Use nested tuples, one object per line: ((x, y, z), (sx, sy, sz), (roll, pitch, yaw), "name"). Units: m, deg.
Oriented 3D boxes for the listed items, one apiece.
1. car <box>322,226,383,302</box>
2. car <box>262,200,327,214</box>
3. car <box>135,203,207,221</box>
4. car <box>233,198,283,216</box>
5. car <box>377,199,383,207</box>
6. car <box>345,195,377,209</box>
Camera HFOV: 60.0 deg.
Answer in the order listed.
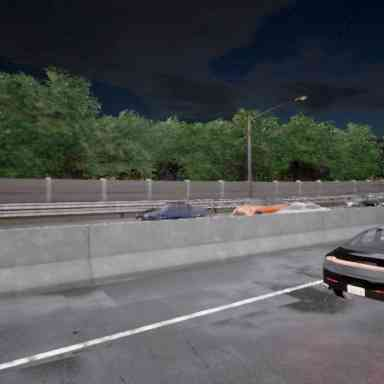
((4.805, 1.469, 7.117), (4.902, 1.511, 2.128), (0, 0, -35), "car")
((7.051, 1.432, 21.709), (4.674, 1.442, 1.812), (-1, 0, -35), "car")
((-1.407, 1.490, 24.376), (5.357, 1.411, 2.033), (0, 0, -35), "car")
((5.167, 1.256, 24.657), (4.553, 1.767, 2.097), (-1, 0, -34), "car")
((22.830, 1.172, 36.565), (4.674, 1.442, 1.812), (-1, 1, -33), "car")
((19.794, 1.163, 38.747), (4.902, 1.511, 2.128), (-1, 1, -33), "car")
